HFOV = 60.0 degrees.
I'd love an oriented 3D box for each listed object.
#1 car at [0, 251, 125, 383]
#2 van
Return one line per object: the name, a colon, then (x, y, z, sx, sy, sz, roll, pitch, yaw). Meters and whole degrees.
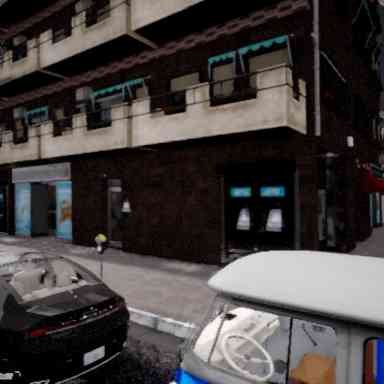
car: (-2.844, 1.559, 4.917, 4.403, 1.369, 2.008, 0, -1, 36)
van: (1.693, 1.340, 1.683, 3.998, 1.788, 1.690, 0, -1, 36)
